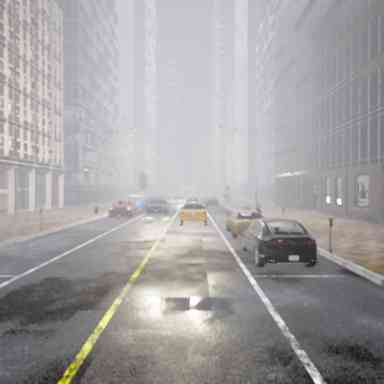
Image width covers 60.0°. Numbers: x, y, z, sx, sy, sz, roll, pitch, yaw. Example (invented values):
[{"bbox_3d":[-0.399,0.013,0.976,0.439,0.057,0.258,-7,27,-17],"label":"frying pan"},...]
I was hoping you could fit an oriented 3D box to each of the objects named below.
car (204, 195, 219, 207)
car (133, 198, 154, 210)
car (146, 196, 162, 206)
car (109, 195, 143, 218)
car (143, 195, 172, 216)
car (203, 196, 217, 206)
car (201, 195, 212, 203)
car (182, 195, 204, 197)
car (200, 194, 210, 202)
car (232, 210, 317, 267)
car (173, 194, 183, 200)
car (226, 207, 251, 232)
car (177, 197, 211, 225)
[{"bbox_3d":[2.697,1.342,45.117,1.947,1.339,4.313,0,0,0],"label":"car"},{"bbox_3d":[-5.685,1.372,39.435,1.947,1.339,4.313,0,0,0],"label":"car"},{"bbox_3d":[-5.683,1.310,50.819,1.947,1.339,4.313,0,0,0],"label":"car"},{"bbox_3d":[-5.688,1.306,28.049,1.967,1.590,4.097,0,0,0],"label":"car"},{"bbox_3d":[-3.092,1.327,31.312,1.882,1.535,5.008,0,0,0],"label":"car"},{"bbox_3d":[2.698,1.289,50.809,1.887,1.381,4.507,0,0,0],"label":"car"},{"bbox_3d":[2.700,1.262,62.194,1.802,1.307,4.206,0,0,0],"label":"car"},{"bbox_3d":[0.108,1.341,41.940,2.033,1.411,5.357,0,0,0],"label":"car"},{"bbox_3d":[2.701,1.191,67.887,1.887,1.381,4.507,0,0,0],"label":"car"},{"bbox_3d":[2.690,1.500,10.960,2.008,1.369,4.403,0,0,0],"label":"car"},{"bbox_3d":[-2.986,1.104,71.883,1.994,1.385,4.181,0,0,0],"label":"car"},{"bbox_3d":[2.691,1.447,16.824,1.752,1.417,4.829,0,0,0],"label":"car"},{"bbox_3d":[0.104,1.347,23.001,1.801,1.575,5.366,0,0,0],"label":"car"}]
